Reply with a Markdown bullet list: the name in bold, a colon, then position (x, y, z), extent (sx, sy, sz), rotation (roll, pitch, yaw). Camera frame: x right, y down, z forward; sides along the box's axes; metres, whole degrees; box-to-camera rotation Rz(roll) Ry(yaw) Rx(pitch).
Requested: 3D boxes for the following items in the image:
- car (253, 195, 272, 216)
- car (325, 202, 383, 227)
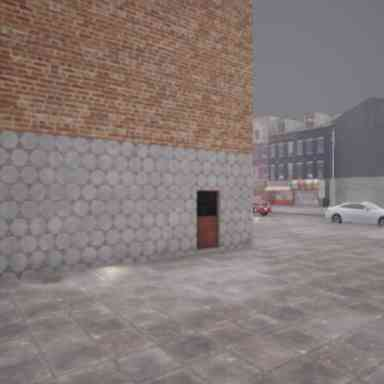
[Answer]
- **car**: position (4.357, 1.014, 29.127), extent (2.150, 2.045, 5.566), rotation (0, 0, -36)
- **car**: position (10.595, 1.332, 20.503), extent (1.812, 1.442, 4.674), rotation (0, 0, -37)
